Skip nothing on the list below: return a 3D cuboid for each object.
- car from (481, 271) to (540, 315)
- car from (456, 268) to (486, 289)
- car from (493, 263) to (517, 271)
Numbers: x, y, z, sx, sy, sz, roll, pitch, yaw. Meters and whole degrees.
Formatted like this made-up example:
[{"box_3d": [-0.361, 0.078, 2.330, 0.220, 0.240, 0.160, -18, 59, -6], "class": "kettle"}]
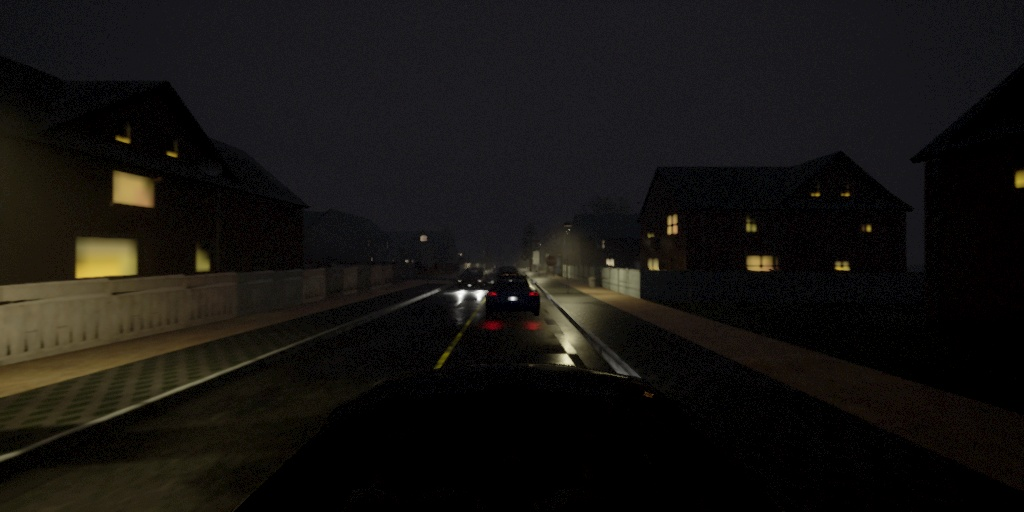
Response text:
[{"box_3d": [0.055, 1.445, 14.199, 1.994, 1.385, 4.181, 0, -1, 1], "class": "car"}, {"box_3d": [-2.755, 1.573, 26.134, 2.033, 1.411, 5.357, 0, -1, 0], "class": "car"}, {"box_3d": [-0.463, 1.567, 28.936, 1.837, 1.490, 4.892, 0, 0, -7], "class": "car"}]
